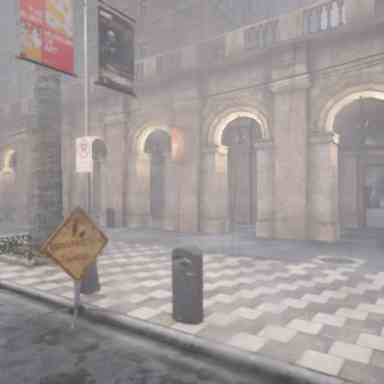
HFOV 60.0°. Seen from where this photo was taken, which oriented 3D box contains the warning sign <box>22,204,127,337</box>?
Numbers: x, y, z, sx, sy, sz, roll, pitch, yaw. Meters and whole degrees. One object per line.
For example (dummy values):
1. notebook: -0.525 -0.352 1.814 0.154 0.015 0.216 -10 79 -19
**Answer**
1. warning sign: -1.952 1.159 5.631 1.060 1.860 1.300 -1 0 36
